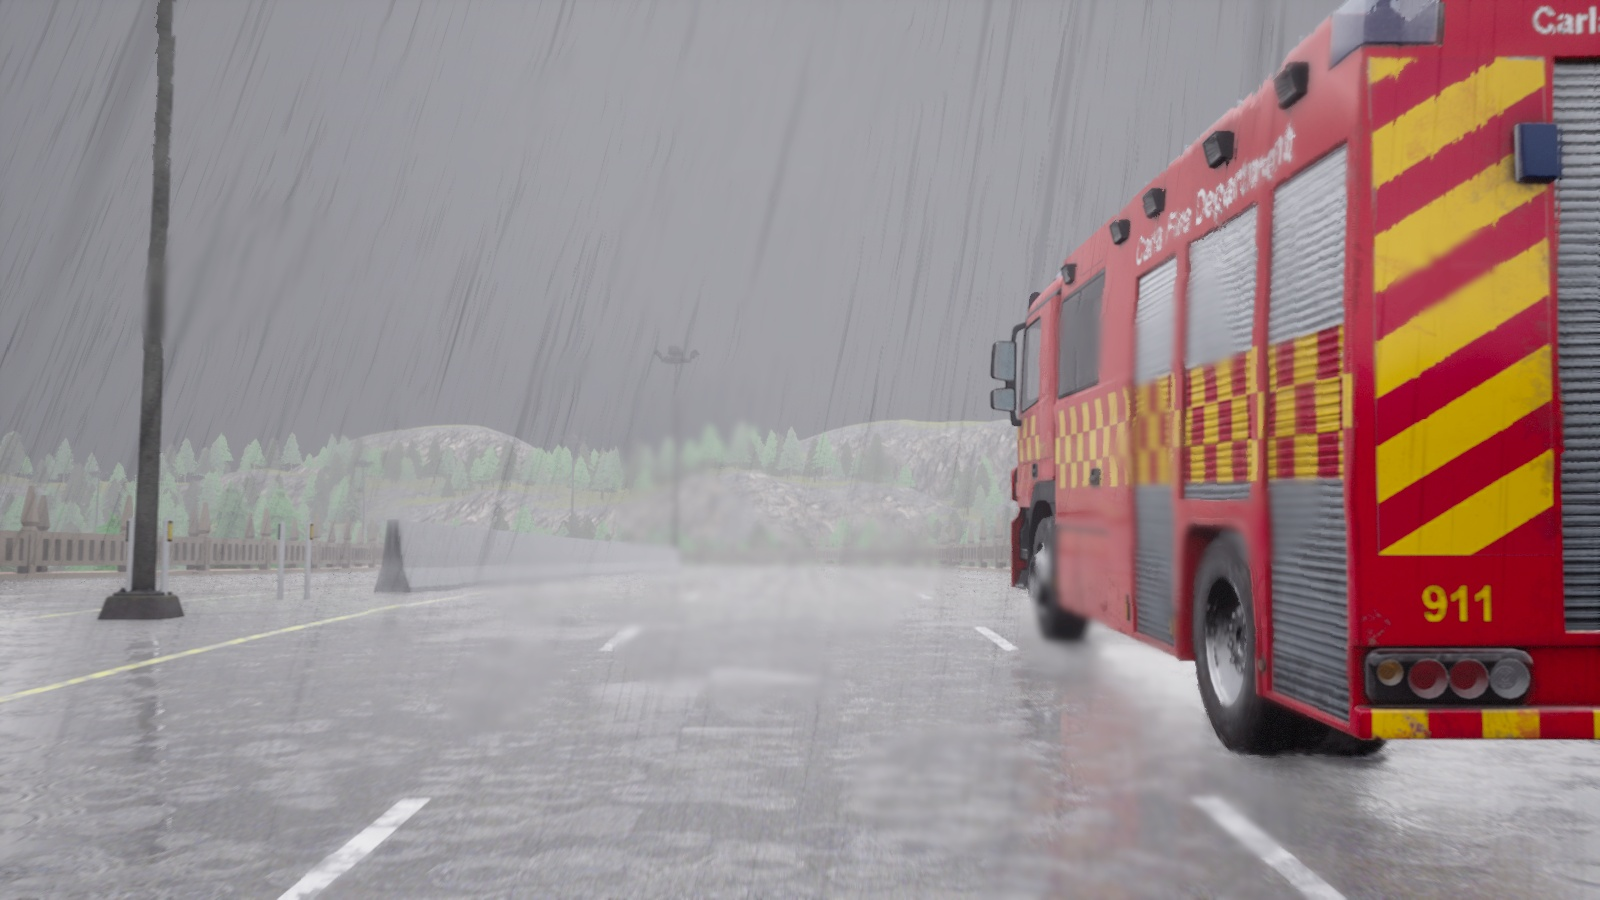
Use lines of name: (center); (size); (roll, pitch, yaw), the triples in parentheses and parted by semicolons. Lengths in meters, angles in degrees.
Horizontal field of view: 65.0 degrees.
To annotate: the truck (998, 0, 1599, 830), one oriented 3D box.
truck: (3.570, -0.235, 9.336); (2.891, 3.827, 8.468); (0, -2, 0)
